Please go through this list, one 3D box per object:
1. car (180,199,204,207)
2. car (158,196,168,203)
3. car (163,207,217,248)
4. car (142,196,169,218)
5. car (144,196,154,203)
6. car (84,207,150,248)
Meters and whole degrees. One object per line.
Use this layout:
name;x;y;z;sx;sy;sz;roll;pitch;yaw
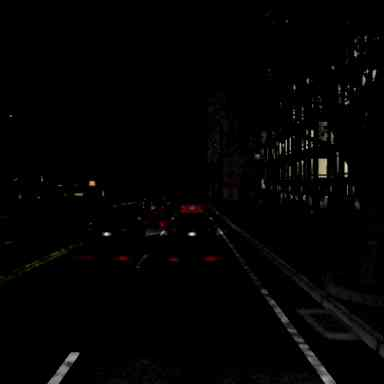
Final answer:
car;0.000;1.380;29.628;2.097;1.767;4.553;0;0;0
car;-6.499;1.617;75.753;1.812;1.442;4.674;0;0;0
car;0.000;1.574;14.654;1.994;1.385;4.181;0;0;0
car;-3.250;1.380;29.628;2.097;1.767;4.553;0;0;0
car;-9.749;1.592;75.753;1.837;1.490;4.892;0;0;0
car;-3.250;1.574;14.654;1.994;1.385;4.181;0;0;0
